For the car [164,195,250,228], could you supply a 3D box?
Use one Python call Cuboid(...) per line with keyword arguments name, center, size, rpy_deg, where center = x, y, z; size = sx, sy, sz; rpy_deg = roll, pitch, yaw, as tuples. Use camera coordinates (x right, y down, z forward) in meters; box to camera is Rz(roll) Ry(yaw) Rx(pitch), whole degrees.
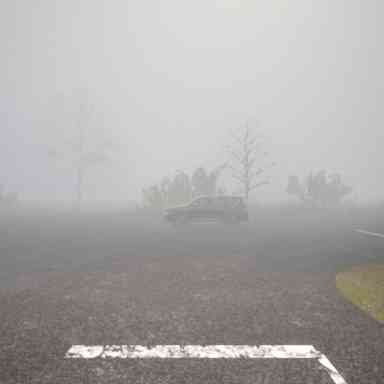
Cuboid(name="car", center=(0.960, 1.243, 21.699), size=(5.566, 2.045, 2.150), rpy_deg=(0, 0, -1))
